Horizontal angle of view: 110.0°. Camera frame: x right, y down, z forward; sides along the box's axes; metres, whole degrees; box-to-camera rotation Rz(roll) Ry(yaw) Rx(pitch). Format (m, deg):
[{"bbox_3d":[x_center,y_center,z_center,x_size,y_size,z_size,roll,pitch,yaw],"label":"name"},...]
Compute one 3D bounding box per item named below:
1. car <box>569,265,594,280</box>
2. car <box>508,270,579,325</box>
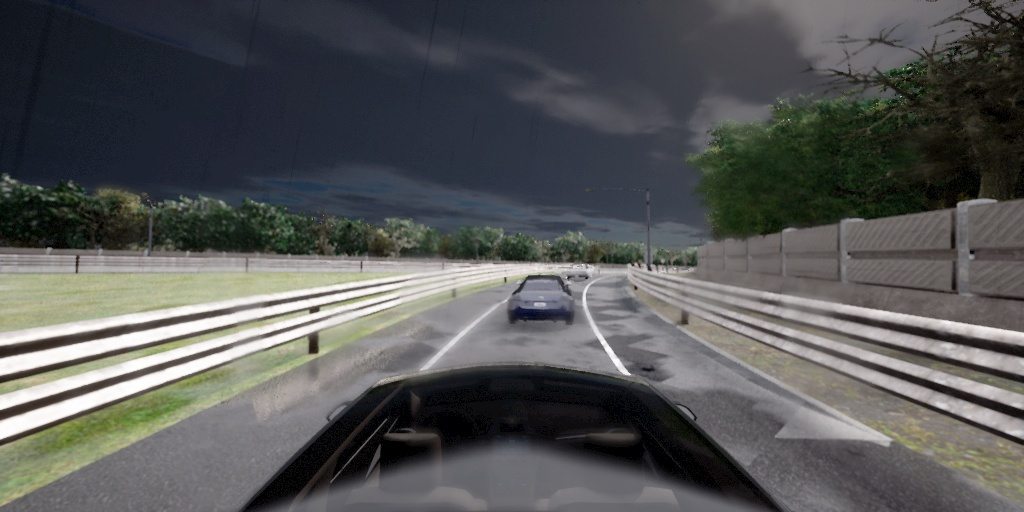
[{"bbox_3d":[6.255,1.448,32.458,1.895,1.301,4.718,-1,-1,20],"label":"car"},{"bbox_3d":[1.054,1.330,12.038,1.994,1.385,4.181,0,0,7],"label":"car"}]
